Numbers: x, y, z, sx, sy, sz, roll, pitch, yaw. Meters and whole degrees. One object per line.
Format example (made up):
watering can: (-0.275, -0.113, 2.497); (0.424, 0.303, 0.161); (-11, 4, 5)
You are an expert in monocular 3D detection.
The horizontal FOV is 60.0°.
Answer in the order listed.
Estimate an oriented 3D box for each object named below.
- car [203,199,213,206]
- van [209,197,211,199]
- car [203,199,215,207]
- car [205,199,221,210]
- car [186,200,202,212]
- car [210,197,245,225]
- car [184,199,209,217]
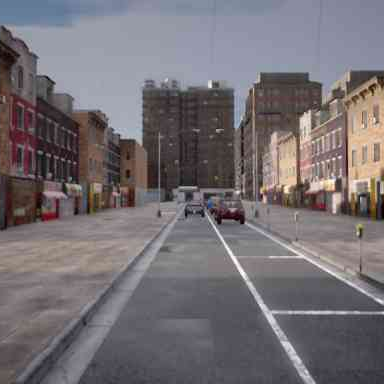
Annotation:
car: (2.985, 1.940, 63.250); (1.802, 1.307, 4.206); (1, 0, 0)
van: (2.875, 1.529, 41.499); (1.690, 1.788, 3.998); (1, 0, 0)
car: (2.956, 1.895, 57.812); (1.802, 1.307, 4.206); (1, 0, 0)
car: (2.899, 1.771, 46.936); (1.887, 1.381, 4.507); (1, 0, 0)
car: (0.281, 1.754, 44.232); (2.033, 1.411, 5.357); (0, 0, 1)
car: (2.790, 1.407, 25.186); (2.192, 1.841, 5.009); (1, 0, 0)
car: (0.254, 1.623, 32.645); (2.128, 1.511, 4.902); (0, 0, 0)
